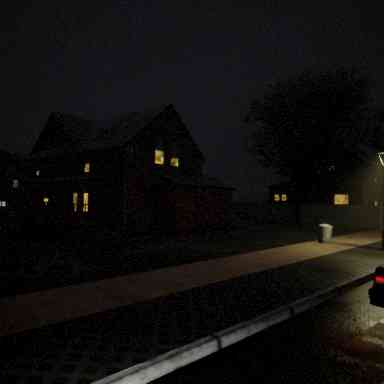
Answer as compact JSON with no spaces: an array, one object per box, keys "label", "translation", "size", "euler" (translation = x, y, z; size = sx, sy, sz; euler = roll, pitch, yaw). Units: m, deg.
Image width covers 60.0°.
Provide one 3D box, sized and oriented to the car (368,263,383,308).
[{"label":"car","translation":[5.569,1.628,7.064],"size":[5.357,1.411,2.033],"euler":[1,-1,-43]}]
